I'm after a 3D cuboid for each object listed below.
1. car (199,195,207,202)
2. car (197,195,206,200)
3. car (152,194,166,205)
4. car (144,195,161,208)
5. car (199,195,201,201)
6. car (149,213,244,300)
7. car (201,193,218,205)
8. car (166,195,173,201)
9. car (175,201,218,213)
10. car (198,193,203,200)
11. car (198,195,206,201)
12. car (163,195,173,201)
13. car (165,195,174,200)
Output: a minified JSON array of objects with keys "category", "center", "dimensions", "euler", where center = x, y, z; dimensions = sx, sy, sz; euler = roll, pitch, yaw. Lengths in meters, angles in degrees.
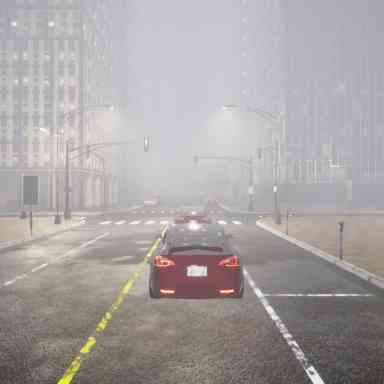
[{"category":"car","center":[2.513,1.415,76.762],"dimensions":[1.752,1.417,4.829],"euler":[0,0,0]},{"category":"car","center":[2.486,1.407,87.940],"dimensions":[2.008,1.369,4.403],"euler":[0,0,0]},{"category":"car","center":[-5.913,1.261,53.875],"dimensions":[2.192,1.841,5.009],"euler":[0,0,0]},{"category":"car","center":[-5.930,1.483,48.027],"dimensions":[1.752,1.417,4.829],"euler":[0,0,0]},{"category":"car","center":[2.665,1.497,53.895],"dimensions":[2.008,1.369,4.403],"euler":[0,0,0]},{"category":"car","center":[0.079,1.502,8.457],"dimensions":[2.163,1.488,4.792],"euler":[0,0,0]},{"category":"car","center":[2.710,1.398,48.216],"dimensions":[1.967,1.590,4.097],"euler":[0,0,0]},{"category":"car","center":[-5.868,1.435,76.577],"dimensions":[1.887,1.381,4.507],"euler":[0,0,0]},{"category":"car","center":[0.048,1.496,18.452],"dimensions":[2.163,1.488,4.792],"euler":[0,0,0]},{"category":"car","center":[2.528,1.220,70.917],"dimensions":[2.192,1.841,5.009],"euler":[0,0,0]},{"category":"car","center":[2.500,1.419,82.266],"dimensions":[1.887,1.381,4.507],"euler":[0,0,0]},{"category":"car","center":[-5.881,1.425,82.252],"dimensions":[2.008,1.369,4.403],"euler":[0,0,0]},{"category":"car","center":[-5.894,1.407,87.928],"dimensions":[2.008,1.369,4.403],"euler":[0,0,0]}]
